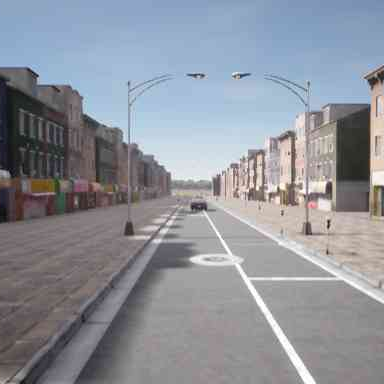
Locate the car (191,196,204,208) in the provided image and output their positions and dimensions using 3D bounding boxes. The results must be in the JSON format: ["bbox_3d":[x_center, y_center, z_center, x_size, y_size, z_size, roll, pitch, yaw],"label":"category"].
[{"bbox_3d":[0.825,1.434,50.059,1.801,1.575,5.366,0,0,0],"label":"car"}]

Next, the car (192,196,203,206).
[{"bbox_3d":[0.825,1.443,56.061,1.801,1.575,5.366,0,0,0],"label":"car"}]

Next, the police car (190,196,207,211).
[{"bbox_3d":[0.825,1.402,39.979,1.930,1.638,5.238,0,0,0],"label":"police car"}]
